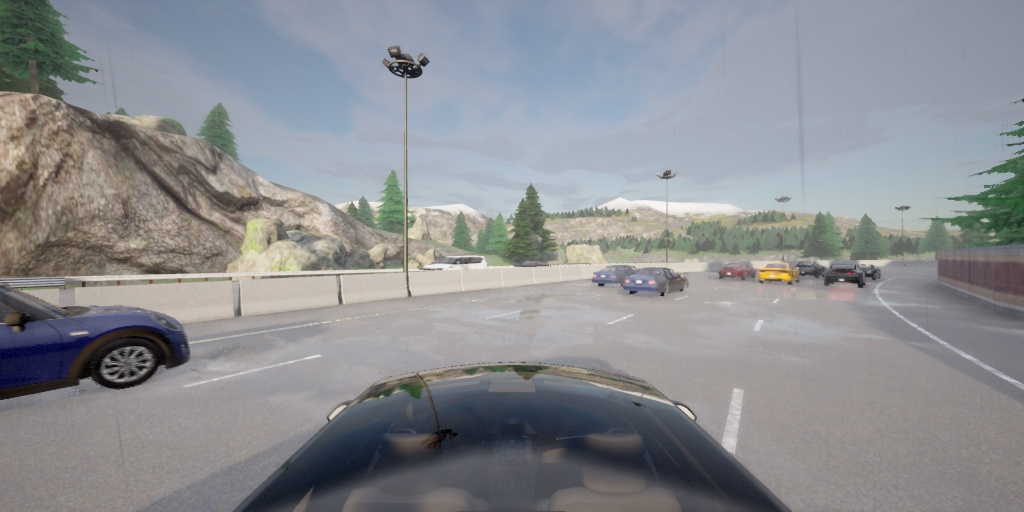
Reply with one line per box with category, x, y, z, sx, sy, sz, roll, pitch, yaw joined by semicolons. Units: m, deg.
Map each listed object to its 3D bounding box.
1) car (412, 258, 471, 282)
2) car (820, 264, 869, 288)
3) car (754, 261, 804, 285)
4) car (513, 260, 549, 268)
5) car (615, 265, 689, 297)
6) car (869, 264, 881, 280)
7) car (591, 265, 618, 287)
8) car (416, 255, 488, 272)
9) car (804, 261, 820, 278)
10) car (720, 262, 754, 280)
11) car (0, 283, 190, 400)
car;-5.862;1.102;30.294;2.097;1.767;4.553;0;0;41
car;22.454;1.255;24.155;4.892;1.490;1.837;0;0;-43
car;19.697;1.228;26.361;5.008;1.535;1.882;0;0;-44
car;2.278;1.351;43.889;4.718;1.301;1.895;0;0;-43
car;7.775;1.297;19.141;2.033;1.411;5.357;0;0;41
car;30.379;1.351;31.004;4.718;1.301;1.895;0;0;-39
car;7.356;1.296;23.934;2.033;1.411;5.357;0;0;44
car;-4.164;0.971;26.970;2.150;2.045;5.566;0;0;40
car;27.621;1.241;33.254;4.902;1.511;2.128;0;0;-39
car;19.521;1.276;30.979;4.674;1.442;1.812;0;0;-42
car;-7.354;1.102;4.724;2.097;1.767;4.553;0;0;32
